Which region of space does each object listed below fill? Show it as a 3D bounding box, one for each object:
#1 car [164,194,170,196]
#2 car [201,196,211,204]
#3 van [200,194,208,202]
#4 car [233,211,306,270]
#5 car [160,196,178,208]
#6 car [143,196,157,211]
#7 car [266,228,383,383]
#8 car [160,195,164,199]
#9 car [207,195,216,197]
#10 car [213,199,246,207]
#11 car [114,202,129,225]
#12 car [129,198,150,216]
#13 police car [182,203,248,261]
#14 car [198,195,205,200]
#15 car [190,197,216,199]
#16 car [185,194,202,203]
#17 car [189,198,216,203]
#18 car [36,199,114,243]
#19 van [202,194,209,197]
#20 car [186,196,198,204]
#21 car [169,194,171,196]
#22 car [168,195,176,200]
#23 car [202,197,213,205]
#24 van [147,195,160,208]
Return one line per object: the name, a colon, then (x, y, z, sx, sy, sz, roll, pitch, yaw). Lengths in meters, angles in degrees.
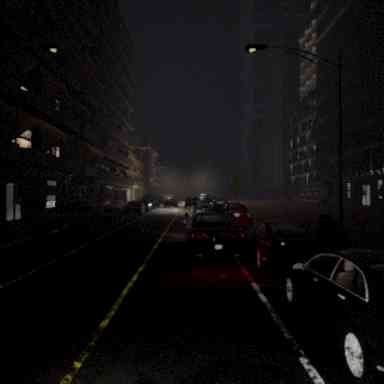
car: (-5.659, 1.551, 60.842, 2.008, 1.369, 4.403, 1, 0, 0)
car: (2.723, 1.527, 66.578, 1.752, 1.417, 4.829, 1, 0, 0)
van: (2.729, 1.345, 77.549, 1.690, 1.788, 3.998, 1, 0, 0)
car: (2.705, 1.550, 10.712, 2.008, 1.369, 4.403, 1, 0, 0)
car: (-3.022, 1.600, 48.105, 1.895, 1.301, 4.718, 0, 0, 1)
car: (-5.667, 1.549, 38.564, 2.008, 1.369, 4.403, 1, 0, 0)
car: (2.703, 1.551, 5.144, 2.008, 1.369, 4.403, 1, 0, 0)
car: (-5.663, 1.525, 49.534, 1.752, 1.417, 4.829, 1, 0, 0)
car: (2.714, 1.439, 32.991, 1.967, 1.590, 4.097, 1, 0, 0)
car: (2.710, 1.439, 21.851, 1.967, 1.590, 4.097, 1, 0, 0)
car: (-5.672, 1.543, 21.855, 1.887, 1.381, 4.507, 1, 0, 0)
car: (-5.669, 1.564, 32.995, 1.947, 1.339, 4.313, 1, 0, 0)
police car: (0.689, 1.424, 12.496, 1.930, 1.638, 5.238, 0, 0, -2)
car: (2.731, 1.535, 94.427, 1.752, 1.417, 4.829, 1, 0, 0)
car: (0.909, 1.453, 28.590, 1.801, 1.575, 5.366, 0, 0, 0)
car: (0.035, 1.351, 47.999, 2.097, 1.767, 4.553, 0, 0, 0)
car: (0.888, 1.454, 22.589, 1.801, 1.575, 5.366, 0, 0, 0)
car: (-5.670, 1.313, 16.285, 2.192, 1.841, 5.009, 1, 0, 0)
van: (2.720, 1.341, 49.701, 1.690, 1.788, 3.998, 1, 0, 0)
car: (0.020, 1.493, 62.682, 2.128, 1.511, 4.902, 0, 0, 0)
car: (-5.658, 1.527, 66.243, 1.752, 1.417, 4.829, 1, 0, 0)
car: (-5.650, 1.553, 94.261, 1.887, 1.381, 4.507, 1, 0, 0)
car: (2.720, 1.583, 60.839, 1.802, 1.307, 4.206, 1, 0, 0)
van: (-5.662, 1.340, 44.135, 1.690, 1.788, 3.998, 1, 0, 0)
